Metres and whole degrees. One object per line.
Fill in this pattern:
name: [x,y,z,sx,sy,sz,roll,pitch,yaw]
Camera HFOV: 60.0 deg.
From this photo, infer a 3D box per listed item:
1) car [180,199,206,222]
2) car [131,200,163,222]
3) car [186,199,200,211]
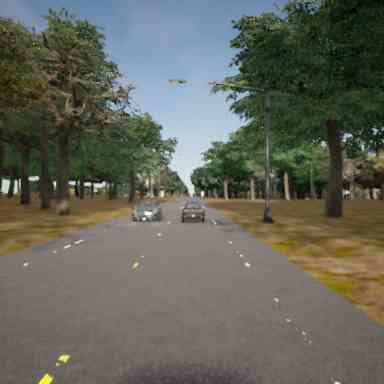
car: [0.098,1.596,27.256,2.128,1.511,4.902,0,0,0]
car: [-3.599,1.455,27.286,2.097,1.767,4.553,0,0,0]
car: [0.096,1.685,45.147,1.837,1.490,4.892,0,0,0]
